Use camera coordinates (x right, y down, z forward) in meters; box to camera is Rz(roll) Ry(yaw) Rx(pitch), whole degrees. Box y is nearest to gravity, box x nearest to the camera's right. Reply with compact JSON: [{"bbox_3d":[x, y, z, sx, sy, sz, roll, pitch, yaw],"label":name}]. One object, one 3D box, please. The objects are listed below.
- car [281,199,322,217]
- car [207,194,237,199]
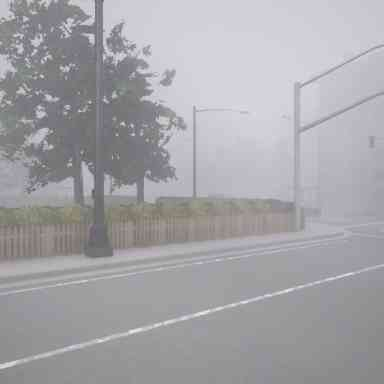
[{"bbox_3d":[9.619,1.476,31.007,1.882,1.535,5.008,0,0,-35],"label":"car"},{"bbox_3d":[3.857,1.219,39.330,2.150,2.045,5.566,0,0,-35],"label":"car"}]
